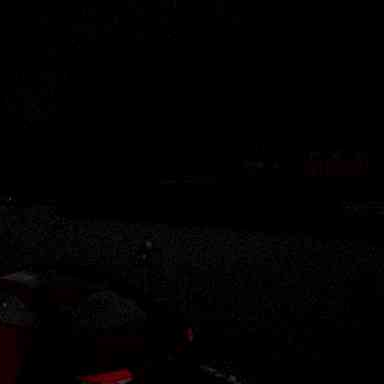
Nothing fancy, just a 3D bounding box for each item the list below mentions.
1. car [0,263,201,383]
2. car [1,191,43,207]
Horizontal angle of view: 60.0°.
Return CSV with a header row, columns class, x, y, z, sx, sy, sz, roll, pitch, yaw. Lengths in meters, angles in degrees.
class,x,y,z,sx,sy,sz,roll,pitch,yaw
car,-1.849,1.581,4.123,4.206,1.307,1.802,0,1,36
car,-20.590,0.786,40.348,2.097,1.767,4.553,1,2,36
